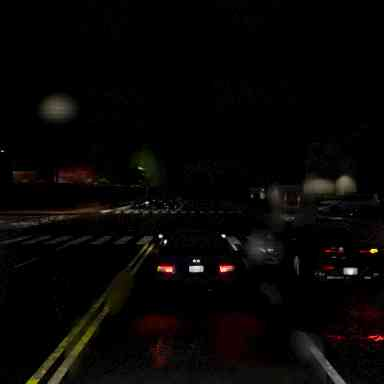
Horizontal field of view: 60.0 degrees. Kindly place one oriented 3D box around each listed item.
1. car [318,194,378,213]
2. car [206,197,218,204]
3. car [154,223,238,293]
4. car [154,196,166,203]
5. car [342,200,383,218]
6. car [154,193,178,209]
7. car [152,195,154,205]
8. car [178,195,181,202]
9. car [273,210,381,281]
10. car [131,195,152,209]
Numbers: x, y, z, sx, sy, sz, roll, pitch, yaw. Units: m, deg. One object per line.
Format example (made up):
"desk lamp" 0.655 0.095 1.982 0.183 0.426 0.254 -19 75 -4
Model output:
"car" 15.014 1.217 31.820 5.566 2.045 2.150 -1 0 1
"car" 3.798 1.564 62.651 1.994 1.385 4.181 0 0 0
"car" 0.025 1.547 8.993 2.033 1.411 5.357 0 0 -1
"car" -6.747 1.552 69.938 1.994 1.385 4.181 0 0 0
"car" 15.754 1.601 28.303 4.718 1.301 1.895 0 0 0
"car" -3.514 1.221 46.150 2.150 2.045 5.566 0 0 1
"car" -6.932 1.351 55.976 2.097 1.767 4.553 0 0 1
"car" -3.405 1.600 58.107 1.895 1.301 4.718 0 0 1
"car" 3.669 1.506 9.864 1.837 1.490 4.892 0 0 3
"car" -7.017 1.505 45.224 1.837 1.490 4.892 0 0 1
